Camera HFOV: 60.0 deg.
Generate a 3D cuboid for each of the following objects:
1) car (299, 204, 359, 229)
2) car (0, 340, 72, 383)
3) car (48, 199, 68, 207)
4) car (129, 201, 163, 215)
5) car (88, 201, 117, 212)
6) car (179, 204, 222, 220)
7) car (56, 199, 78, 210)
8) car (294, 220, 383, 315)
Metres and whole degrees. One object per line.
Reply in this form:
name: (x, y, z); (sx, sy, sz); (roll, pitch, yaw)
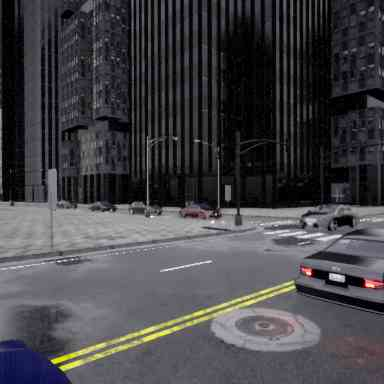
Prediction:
car: (8.348, 1.508, 20.040); (4.902, 1.511, 2.128); (1, -1, -42)
car: (-2.685, 1.601, 1.148); (4.718, 1.301, 1.895); (0, 0, -42)
car: (-26.093, 2.124, 64.721); (1.882, 1.535, 5.008); (0, 0, -42)
car: (-5.140, 1.782, 36.481); (1.837, 1.490, 4.892); (0, 0, -42)
car: (-11.929, 1.930, 44.086); (2.033, 1.411, 5.357); (0, 0, -42)
car: (0.704, 1.751, 29.936); (1.994, 1.385, 4.181); (0, 0, -43)
car: (-19.850, 2.016, 53.040); (1.837, 1.490, 4.892); (0, 0, -41)
car: (4.406, 1.547, 7.498); (5.357, 1.411, 2.033); (0, 0, -42)
